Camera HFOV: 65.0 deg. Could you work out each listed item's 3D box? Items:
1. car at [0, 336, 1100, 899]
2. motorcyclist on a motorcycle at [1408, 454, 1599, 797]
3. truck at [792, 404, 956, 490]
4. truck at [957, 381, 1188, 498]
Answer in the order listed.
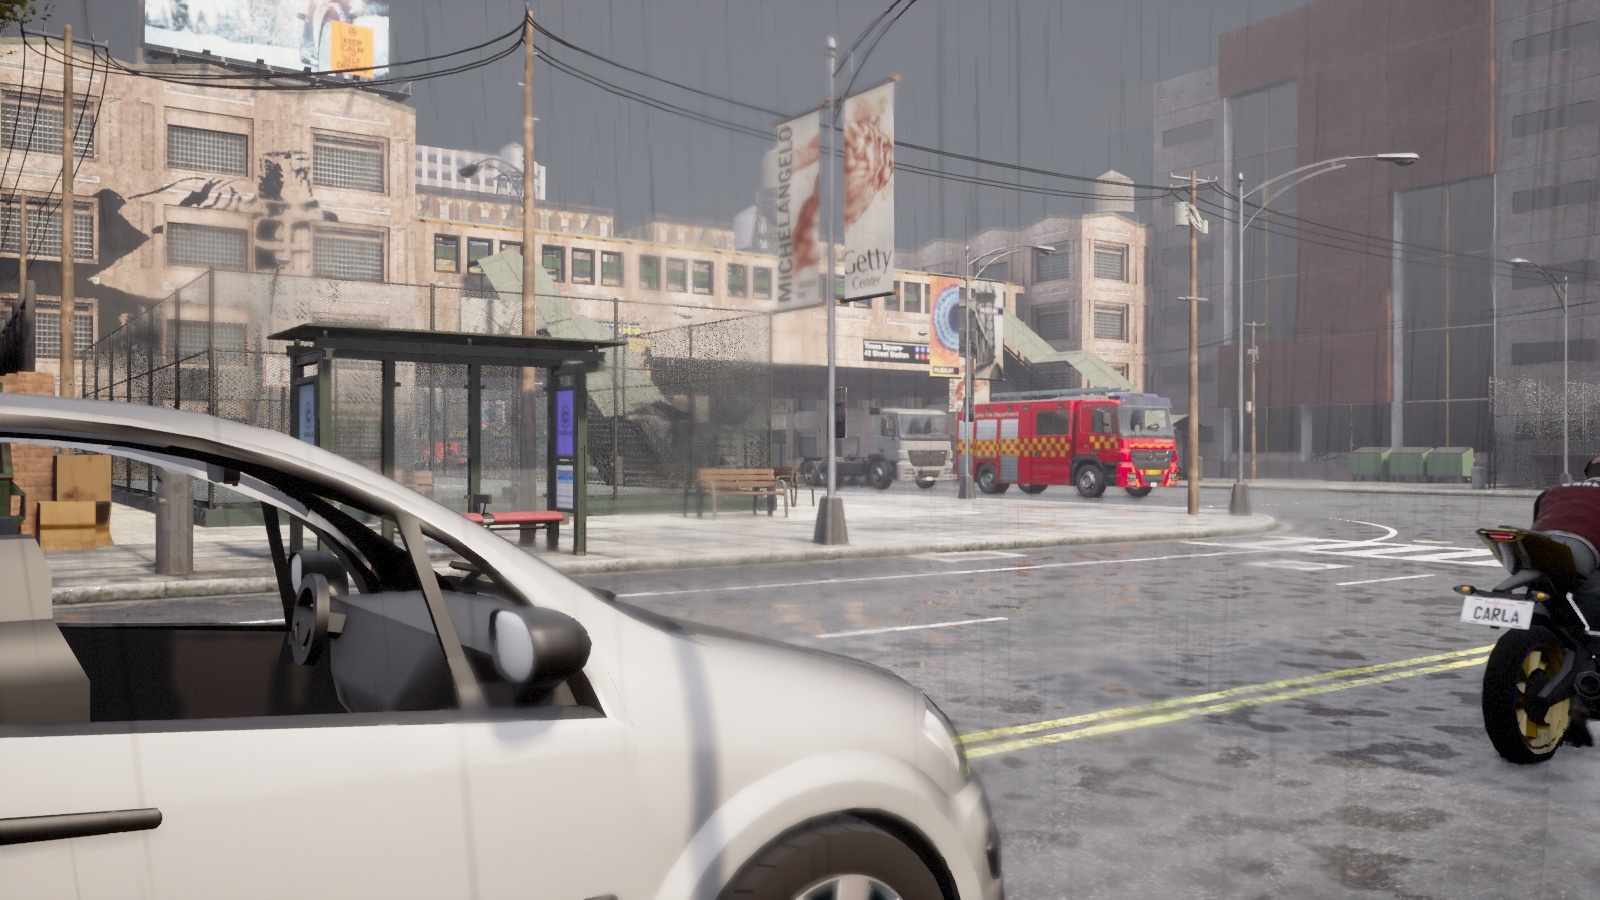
[{"bbox_3d":[-1.441,0.653,2.657,3.988,1.617,1.851,0,0,-35],"label":"car"},{"bbox_3d":[4.211,0.787,6.600,2.191,1.530,0.866,0,0,-35],"label":"motorcyclist on a motorcycle"},{"bbox_3d":[3.074,-0.111,54.874,2.891,3.462,7.936,0,0,-34],"label":"truck"},{"bbox_3d":[9.601,-0.329,45.341,2.891,3.827,8.468,0,0,-34],"label":"truck"}]
